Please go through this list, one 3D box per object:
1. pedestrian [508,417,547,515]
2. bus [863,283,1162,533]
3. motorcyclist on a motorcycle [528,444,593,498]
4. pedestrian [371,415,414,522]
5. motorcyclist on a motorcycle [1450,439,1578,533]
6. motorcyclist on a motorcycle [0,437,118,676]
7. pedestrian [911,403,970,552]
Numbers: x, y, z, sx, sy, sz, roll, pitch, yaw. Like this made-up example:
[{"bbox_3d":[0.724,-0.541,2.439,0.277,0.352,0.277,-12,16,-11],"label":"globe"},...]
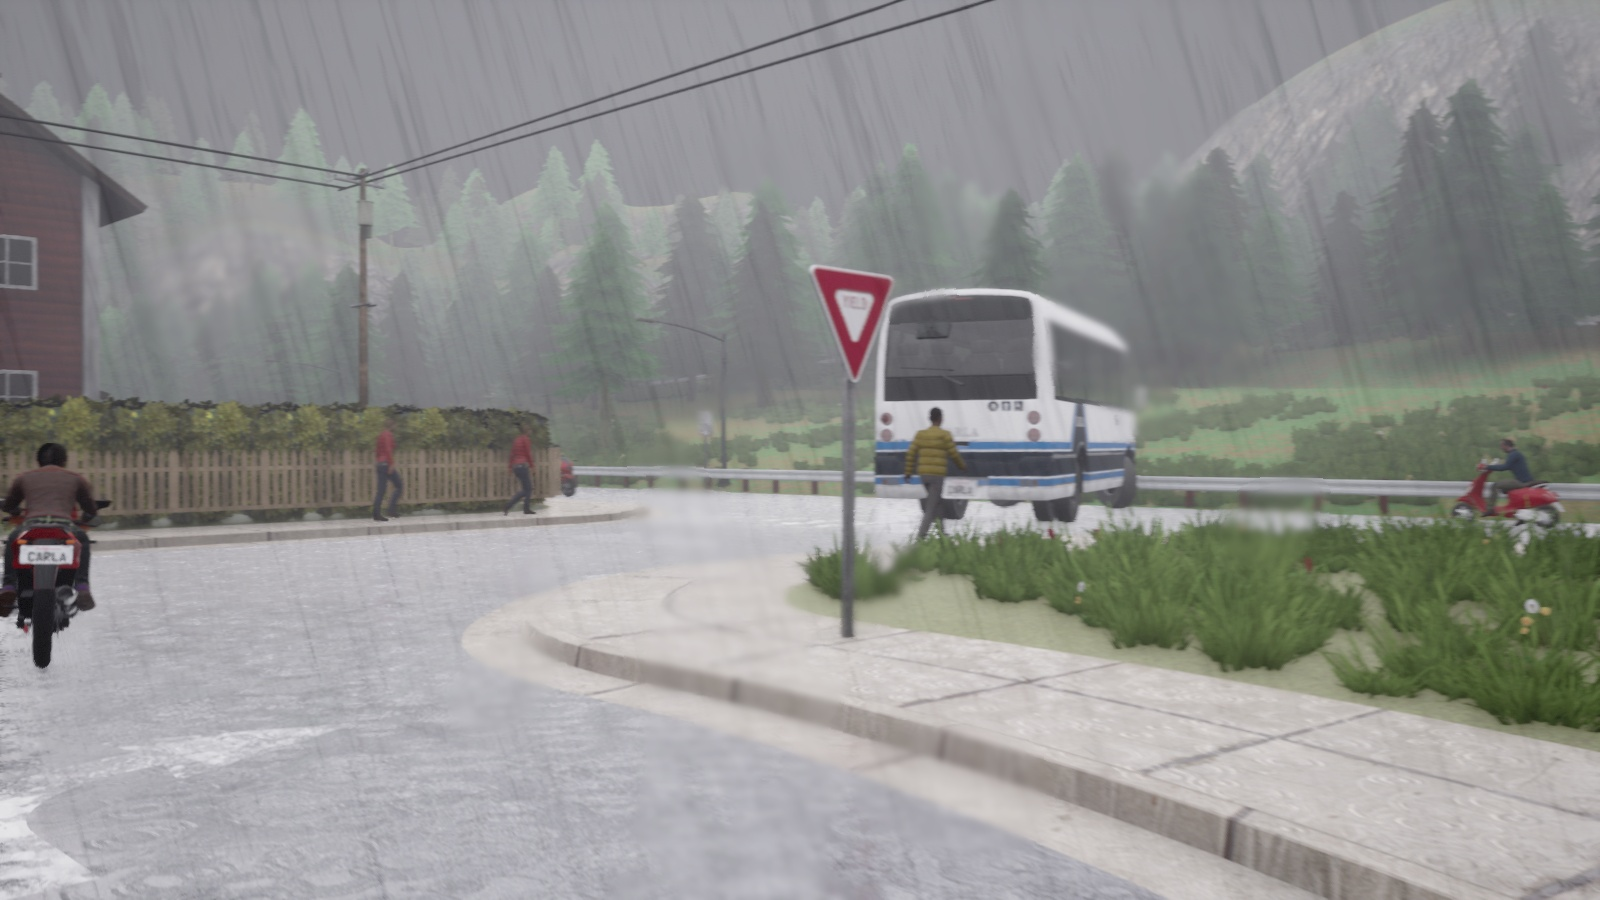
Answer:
[{"bbox_3d":[-5.206,0.308,24.011,0.636,1.846,0.331,0,0,-39],"label":"pedestrian"},{"bbox_3d":[5.022,-0.735,26.898,3.944,4.253,10.273,0,0,24],"label":"bus"},{"bbox_3d":[-6.917,0.586,36.236,2.044,1.523,0.797,0,0,44],"label":"motorcyclist on a motorcycle"},{"bbox_3d":[-7.144,0.317,22.031,0.636,1.846,0.331,0,0,-41],"label":"pedestrian"},{"bbox_3d":[12.646,0.605,22.262,1.817,1.590,0.866,0,0,44],"label":"motorcyclist on a motorcycle"},{"bbox_3d":[-5.396,0.694,9.021,0.797,1.523,2.044,3,-1,-29],"label":"motorcyclist on a motorcycle"},{"bbox_3d":[1.793,0.337,15.963,0.431,1.840,0.709,0,0,39],"label":"pedestrian"}]
